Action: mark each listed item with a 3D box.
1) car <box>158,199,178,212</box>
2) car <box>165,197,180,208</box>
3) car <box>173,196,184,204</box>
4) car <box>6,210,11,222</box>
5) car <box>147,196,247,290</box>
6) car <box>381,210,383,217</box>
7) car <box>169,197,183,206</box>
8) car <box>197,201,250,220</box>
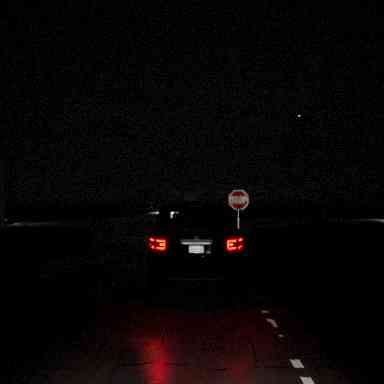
[{"bbox_3d":[-2.839,1.590,40.091,1.994,1.385,4.181,0,0,0],"label":"car"},{"bbox_3d":[-2.835,1.513,48.923,1.882,1.535,5.008,0,0,0],"label":"car"},{"bbox_3d":[-2.761,1.599,69.177,2.033,1.411,5.357,0,0,0],"label":"car"},{"bbox_3d":[-15.424,1.424,23.602,4.553,1.767,2.097,0,-1,-2],"label":"car"},{"bbox_3d":[0.098,1.225,9.238,2.150,2.045,5.566,0,0,0],"label":"car"},{"bbox_3d":[18.223,1.530,26.663,5.357,1.411,2.033,0,-1,0],"label":"car"},{"bbox_3d":[-2.788,1.592,58.686,2.033,1.411,5.357,0,0,1],"label":"car"},{"bbox_3d":[2.735,1.601,29.302,4.181,1.385,1.994,1,1,37],"label":"car"}]
